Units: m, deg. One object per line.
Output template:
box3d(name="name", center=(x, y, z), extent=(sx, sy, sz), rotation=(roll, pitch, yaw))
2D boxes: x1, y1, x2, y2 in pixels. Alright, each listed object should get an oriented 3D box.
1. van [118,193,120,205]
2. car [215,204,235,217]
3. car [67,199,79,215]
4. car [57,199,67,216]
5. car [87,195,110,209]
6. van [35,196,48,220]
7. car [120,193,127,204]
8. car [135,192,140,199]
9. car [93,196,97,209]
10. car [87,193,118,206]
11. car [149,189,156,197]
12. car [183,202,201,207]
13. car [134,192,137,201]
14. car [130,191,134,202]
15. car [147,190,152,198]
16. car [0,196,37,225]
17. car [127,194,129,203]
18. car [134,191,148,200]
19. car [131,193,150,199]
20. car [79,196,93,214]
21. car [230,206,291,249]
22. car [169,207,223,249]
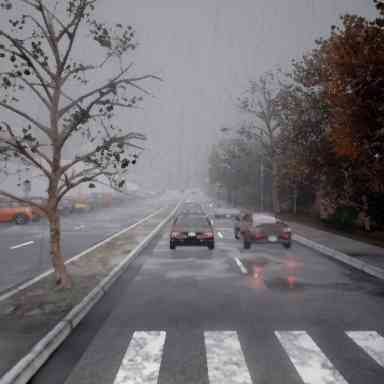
box3d(name="van", center=(-13.756, 1.203, 50.559), extent=(4.442, 1.987, 1.878), rotation=(-1, 0, -20))
box3d(name="car", center=(3.000, 1.683, 29.680), extent=(1.895, 1.301, 4.718), rotation=(0, 0, 0))
box3d(name="car", center=(-13.898, 1.588, 32.594), extent=(4.792, 1.488, 2.163), rotation=(-1, 0, -20))
box3d(name="car", center=(-13.869, 1.601, 29.622), extent=(4.674, 1.452, 2.002), rotation=(-1, 0, -20))
box3d(name="car", center=(-13.861, 1.528, 44.548), extent=(4.674, 1.452, 2.002), rotation=(-1, 1, -20))
box3d(name="van", center=(-13.771, 1.336, 26.689), extent=(4.442, 1.987, 1.878), rotation=(-1, 0, -20))
box3d(name="car", center=(-13.838, 1.148, 53.512), extent=(5.566, 2.045, 2.435), rotation=(-1, 0, -20))
box3d(name="car", center=(-13.824, 1.269, 68.448), extent=(4.792, 1.488, 2.163), rotation=(-1, 0, -20))
box3d(name="car", center=(-13.841, 1.561, 38.590), extent=(4.792, 1.488, 2.163), rotation=(-1, 0, -20))
box3d(name="car", center=(-13.892, 1.211, 47.516), extent=(5.566, 2.045, 2.435), rotation=(-1, 1, -20))
box3d(name="car", center=(-13.813, 0.716, 92.465), extent=(5.566, 2.045, 2.435), rotation=(-1, 0, -20))
box3d(name="car", center=(0.000, 1.630, 29.650), extent=(2.033, 1.411, 5.357), rotation=(0, 0, 0))
box3d(name="car", center=(-13.847, 1.312, 65.430), extent=(4.674, 1.452, 2.002), rotation=(-1, 1, -20))
box3d(name="car", center=(-13.826, 1.178, 62.456), extent=(4.553, 1.767, 2.185), rotation=(-1, 1, -20))
box3d(name="car", center=(-14.011, 1.044, 86.376), extent=(5.366, 1.575, 1.946), rotation=(-1, 1, -20))
box3d(name="car", center=(-13.850, 1.431, 23.662), extent=(4.553, 1.767, 2.185), rotation=(-1, 0, -20))
box3d(name="car", center=(-13.851, 1.368, 56.483), extent=(4.892, 1.521, 2.231), rotation=(-1, 1, -20))
box3d(name="car", center=(-13.817, 1.140, 80.453), extent=(4.792, 1.488, 2.163), rotation=(-1, 0, -20))
box3d(name="car", center=(-13.841, 1.046, 89.450), extent=(4.674, 1.452, 2.002), rotation=(-1, 0, -20))
box3d(name="car", center=(-13.698, 1.541, 35.663), extent=(5.366, 1.575, 1.946), rotation=(-1, 0, -20))
box3d(name="car", center=(3.000, 1.567, 14.653), extent=(1.812, 1.442, 4.674), rotation=(0, 0, 0))
box3d(name="car", center=(0.000, 1.597, 14.653), extent=(2.033, 1.411, 5.357), rotation=(0, 0, 0))
